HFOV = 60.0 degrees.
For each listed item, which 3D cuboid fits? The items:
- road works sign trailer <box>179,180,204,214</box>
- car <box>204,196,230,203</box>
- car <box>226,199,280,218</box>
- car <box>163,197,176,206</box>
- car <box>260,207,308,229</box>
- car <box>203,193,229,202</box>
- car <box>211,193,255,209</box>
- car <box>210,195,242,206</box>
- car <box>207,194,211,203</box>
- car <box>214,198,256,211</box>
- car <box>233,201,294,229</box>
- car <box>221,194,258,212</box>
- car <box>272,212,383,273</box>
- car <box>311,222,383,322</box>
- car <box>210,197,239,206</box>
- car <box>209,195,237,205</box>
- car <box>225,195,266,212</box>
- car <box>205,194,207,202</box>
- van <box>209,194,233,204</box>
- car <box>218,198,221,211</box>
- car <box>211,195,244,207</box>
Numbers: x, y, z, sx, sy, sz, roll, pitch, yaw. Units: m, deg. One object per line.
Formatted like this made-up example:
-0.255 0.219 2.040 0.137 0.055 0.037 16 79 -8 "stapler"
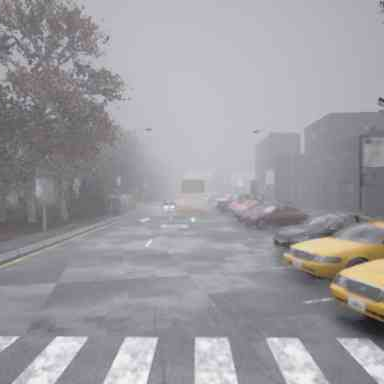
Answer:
0.120 0.481 35.012 2.380 3.560 2.880 0 0 0 "road works sign trailer"
5.493 1.614 72.252 5.366 1.575 1.946 1 0 -20 "car"
5.351 1.519 24.260 4.792 1.488 2.163 1 0 -20 "car"
-3.856 1.567 57.024 2.128 1.511 4.902 0 0 0 "car"
5.336 1.488 12.268 4.892 1.521 2.231 1 0 -20 "car"
5.707 1.392 78.345 5.566 2.045 2.435 1 0 -20 "car"
5.444 1.253 36.256 5.566 2.045 2.435 1 0 -20 "car"
5.547 1.425 54.288 4.553 1.767 2.185 1 0 -20 "car"
5.494 1.272 45.273 5.566 2.045 2.435 1 0 -20 "car"
5.467 1.546 42.271 4.792 1.488 2.163 1 0 -20 "car"
5.365 1.528 21.269 4.674 1.452 2.002 1 0 -20 "car"
5.447 1.370 30.281 4.553 1.767 2.185 1 0 -20 "car"
5.146 1.481 9.204 5.366 1.575 1.946 1 0 -20 "car"
5.141 1.481 6.202 5.366 1.575 1.946 1 0 -20 "car"
5.598 1.602 57.296 4.674 1.452 2.002 1 0 -20 "car"
5.649 1.448 60.304 4.553 1.767 2.185 1 0 -20 "car"
5.428 1.367 27.280 4.553 1.767 2.185 1 0 -20 "car"
5.623 1.584 63.307 5.008 1.535 2.097 1 -1 -20 "car"
5.757 1.372 66.353 4.442 1.987 1.878 1 0 -20 "van"
5.430 1.539 33.278 4.674 1.452 2.002 1 0 -20 "car"
5.527 1.415 51.287 4.553 1.767 2.185 1 0 -20 "car"
